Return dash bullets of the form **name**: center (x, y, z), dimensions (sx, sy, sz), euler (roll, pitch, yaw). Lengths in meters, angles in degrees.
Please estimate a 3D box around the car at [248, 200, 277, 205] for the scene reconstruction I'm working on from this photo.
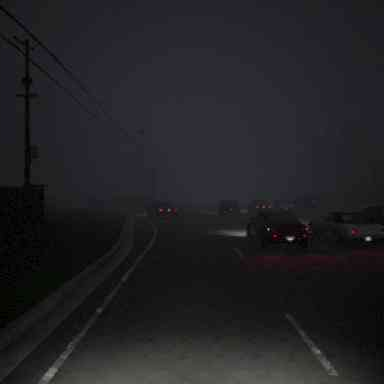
- **car**: center (7.106, 1.528, 35.484), dimensions (2.033, 1.411, 5.357), euler (0, 0, 0)

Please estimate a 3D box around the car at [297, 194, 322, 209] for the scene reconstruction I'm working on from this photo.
- **car**: center (14.107, 1.199, 40.916), dimensions (2.150, 2.045, 5.566), euler (0, 0, 0)

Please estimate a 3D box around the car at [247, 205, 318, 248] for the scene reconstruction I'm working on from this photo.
- **car**: center (3.604, 1.516, 14.495), dimensions (1.812, 1.442, 4.674), euler (0, 0, 0)

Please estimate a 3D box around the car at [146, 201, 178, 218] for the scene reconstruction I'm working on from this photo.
- **car**: center (-2.737, 1.529, 29.802), dimensions (2.033, 1.411, 5.357), euler (0, 0, -19)

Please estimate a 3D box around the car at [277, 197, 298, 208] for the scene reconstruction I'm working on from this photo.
- **car**: center (10.606, 1.580, 39.510), dimensions (1.895, 1.301, 4.718), euler (0, 0, 0)

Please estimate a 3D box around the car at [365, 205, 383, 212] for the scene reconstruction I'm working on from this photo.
- **car**: center (10.603, 1.496, 18.511), dimensions (1.837, 1.490, 4.892), euler (0, 0, 0)

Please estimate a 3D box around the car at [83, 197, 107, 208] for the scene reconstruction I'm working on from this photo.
- **car**: center (-13.863, 1.503, 47.545), dimensions (1.812, 1.442, 4.674), euler (0, 0, -44)

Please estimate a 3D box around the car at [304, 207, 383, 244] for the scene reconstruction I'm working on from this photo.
- **car**: center (7.101, 1.592, 15.613), dimensions (1.895, 1.301, 4.718), euler (0, 0, 0)

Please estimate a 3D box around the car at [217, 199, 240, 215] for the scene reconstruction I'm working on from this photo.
- **car**: center (3.605, 1.458, 33.269), dimensions (1.882, 1.535, 5.008), euler (0, 0, 0)
